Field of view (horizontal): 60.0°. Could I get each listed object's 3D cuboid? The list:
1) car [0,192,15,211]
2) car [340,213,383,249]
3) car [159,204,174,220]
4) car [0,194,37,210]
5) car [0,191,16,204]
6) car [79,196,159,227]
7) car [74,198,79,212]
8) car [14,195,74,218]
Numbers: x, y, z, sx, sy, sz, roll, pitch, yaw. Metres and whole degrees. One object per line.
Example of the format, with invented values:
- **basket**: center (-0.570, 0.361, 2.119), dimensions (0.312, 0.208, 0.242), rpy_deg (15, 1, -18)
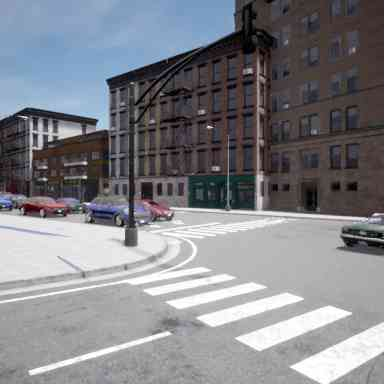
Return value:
- **car**: center (-19.229, 1.025, 32.298), dimensions (5.008, 1.535, 1.882), rpy_deg (1, 0, 40)
- **car**: center (7.970, 1.547, 13.290), dimensions (4.718, 1.301, 1.895), rpy_deg (0, 2, -35)
- **car**: center (-3.375, 1.267, 23.842), dimensions (4.674, 1.442, 1.812), rpy_deg (1, 0, 38)
- **car**: center (-19.160, 1.030, 36.467), dimensions (4.902, 1.511, 2.128), rpy_deg (1, 0, 40)
- **car**: center (-27.583, 0.787, 48.235), dimensions (4.553, 1.767, 2.097), rpy_deg (1, 0, 41)
- **car**: center (-4.586, 1.089, 20.593), dimensions (4.553, 1.767, 2.097), rpy_deg (1, 0, 39)
- **car**: center (-11.155, 1.201, 29.923), dimensions (4.181, 1.385, 1.994), rpy_deg (1, 0, 39)
- **car**: center (-11.741, 1.118, 26.232), dimensions (5.008, 1.535, 1.882), rpy_deg (1, 0, 39)
